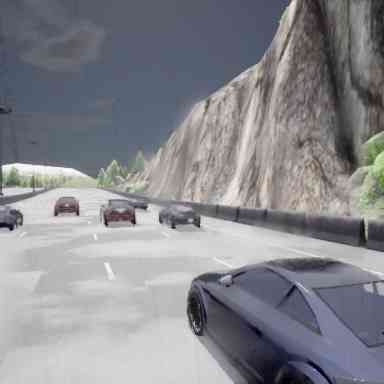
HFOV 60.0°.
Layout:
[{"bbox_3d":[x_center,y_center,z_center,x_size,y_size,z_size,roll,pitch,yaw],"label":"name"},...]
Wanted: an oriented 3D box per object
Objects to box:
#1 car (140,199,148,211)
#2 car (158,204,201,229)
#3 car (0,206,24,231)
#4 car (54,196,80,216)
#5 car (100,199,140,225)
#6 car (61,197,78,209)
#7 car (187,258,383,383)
[{"bbox_3d":[-6.224,1.396,36.817,1.895,1.301,4.718,0,1,-19],"label":"car"},{"bbox_3d":[-0.849,1.472,21.408,1.812,1.442,4.674,0,0,-19],"label":"car"},{"bbox_3d":[-11.494,1.497,20.047,1.994,1.385,4.181,0,0,-19],"label":"car"},{"bbox_3d":[-11.625,1.190,31.057,2.097,1.767,4.553,0,1,-19],"label":"car"},{"bbox_3d":[-5.352,1.274,23.693,2.097,1.767,4.553,0,1,-19],"label":"car"},{"bbox_3d":[-15.043,1.306,40.849,1.895,1.301,4.718,0,1,-20],"label":"car"},{"bbox_3d":[1.390,1.564,4.367,1.994,1.385,4.181,0,0,-19],"label":"car"}]
